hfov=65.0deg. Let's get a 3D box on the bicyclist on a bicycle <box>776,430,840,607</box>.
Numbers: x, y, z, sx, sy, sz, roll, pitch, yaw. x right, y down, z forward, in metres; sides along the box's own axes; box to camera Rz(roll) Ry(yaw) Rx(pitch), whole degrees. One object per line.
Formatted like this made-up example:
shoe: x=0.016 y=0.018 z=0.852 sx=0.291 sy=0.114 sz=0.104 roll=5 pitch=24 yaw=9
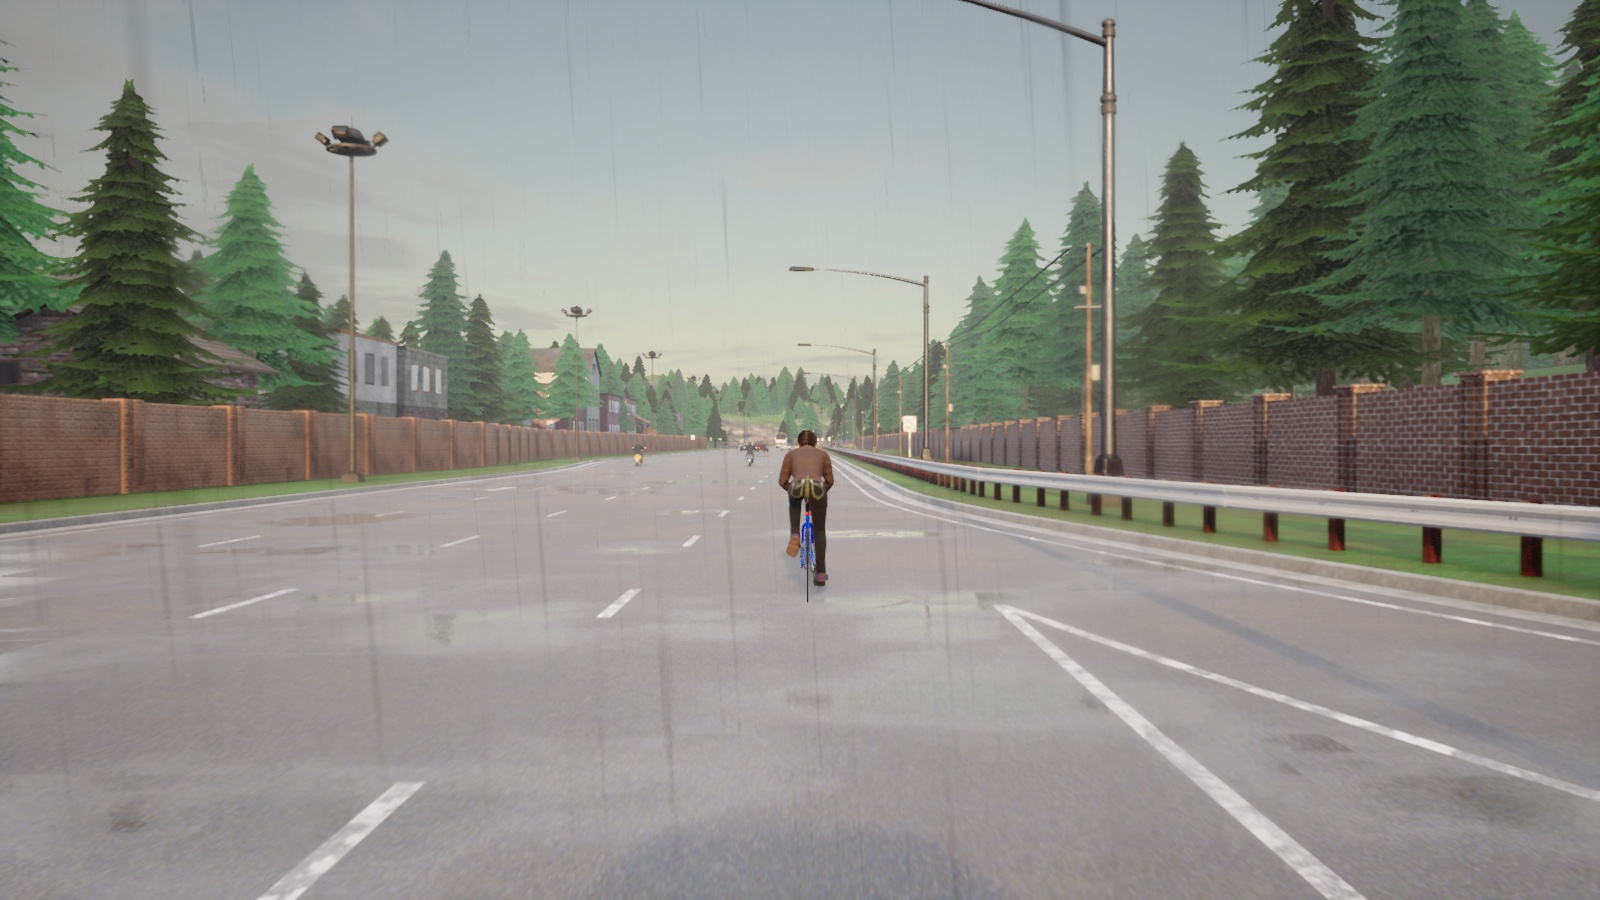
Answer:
bicyclist on a bicycle: x=0.074 y=0.627 z=12.323 sx=0.582 sy=1.620 sz=1.656 roll=0 pitch=0 yaw=0
